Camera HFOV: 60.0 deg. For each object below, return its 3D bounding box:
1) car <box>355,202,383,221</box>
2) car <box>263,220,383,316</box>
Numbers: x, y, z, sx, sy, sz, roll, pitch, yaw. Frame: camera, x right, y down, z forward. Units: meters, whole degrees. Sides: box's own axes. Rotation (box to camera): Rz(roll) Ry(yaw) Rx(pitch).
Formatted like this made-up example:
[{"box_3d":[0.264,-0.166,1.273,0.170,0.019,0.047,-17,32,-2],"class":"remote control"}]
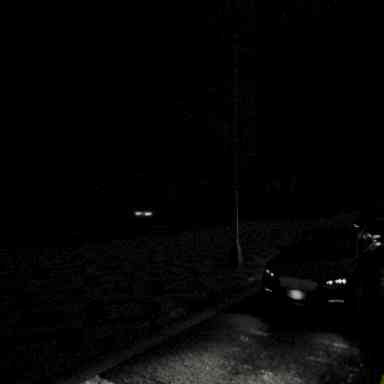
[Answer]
[{"box_3d":[9.304,1.505,15.934,2.150,2.045,5.566,-1,-2,37],"class":"car"},{"box_3d":[3.375,1.646,8.058,2.128,1.511,4.902,-1,-2,37],"class":"car"}]
